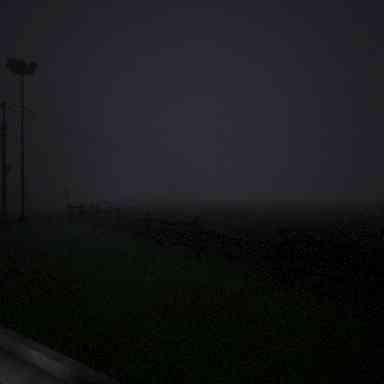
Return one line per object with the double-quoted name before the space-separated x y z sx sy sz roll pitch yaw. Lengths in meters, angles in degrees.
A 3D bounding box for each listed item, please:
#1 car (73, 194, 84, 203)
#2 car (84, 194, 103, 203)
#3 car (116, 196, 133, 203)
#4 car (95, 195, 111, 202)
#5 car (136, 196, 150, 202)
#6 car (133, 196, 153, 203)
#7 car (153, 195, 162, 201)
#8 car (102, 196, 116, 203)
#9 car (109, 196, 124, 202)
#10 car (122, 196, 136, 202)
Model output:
"car" -24.410 1.475 74.505 2.150 2.045 5.566 0 0 10
"car" -20.966 1.462 73.879 2.150 2.045 5.566 0 0 10
"car" -14.083 1.687 72.598 1.882 1.535 5.008 0 0 10
"car" -22.552 1.645 84.727 2.128 1.511 4.902 0 0 10
"car" -12.215 1.675 82.879 1.895 1.301 4.718 0 0 10
"car" -10.559 1.803 72.411 1.895 1.301 4.718 0 0 10
"car" -8.777 1.544 82.224 1.882 1.535 5.008 0 0 10
"car" -17.447 1.830 73.663 1.895 1.301 4.718 0 0 10
"car" -19.102 1.702 84.131 1.895 1.301 4.718 0 0 10
"car" -15.659 1.688 83.505 1.895 1.301 4.718 0 0 10
